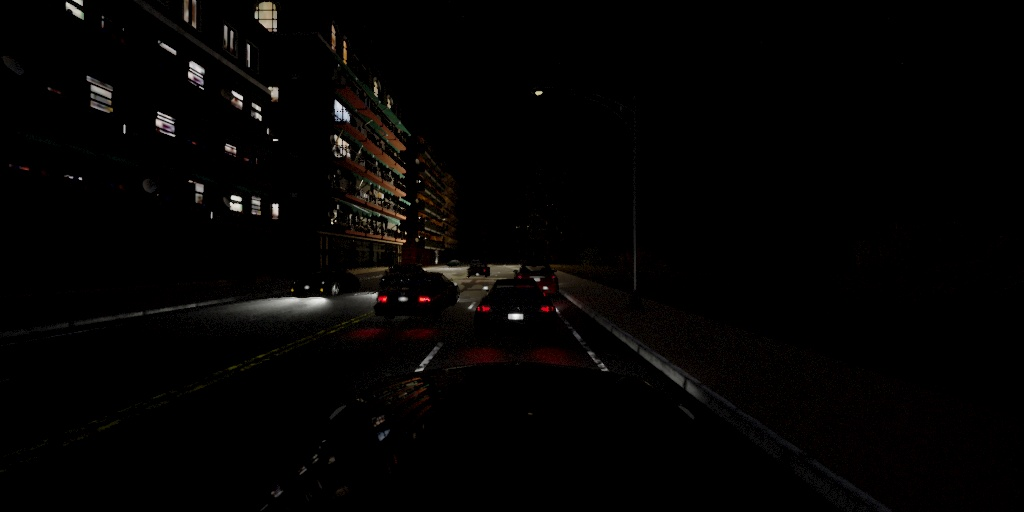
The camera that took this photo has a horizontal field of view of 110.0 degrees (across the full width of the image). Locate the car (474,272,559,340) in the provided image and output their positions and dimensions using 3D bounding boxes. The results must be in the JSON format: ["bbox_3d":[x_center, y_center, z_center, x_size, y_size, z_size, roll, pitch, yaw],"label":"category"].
[{"bbox_3d":[0.099,1.315,9.968,1.994,1.385,4.181,0,0,0],"label":"car"}]

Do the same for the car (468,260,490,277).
[{"bbox_3d":[-3.132,1.352,34.918,1.895,1.301,4.718,0,0,0],"label":"car"}]

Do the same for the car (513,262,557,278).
[{"bbox_3d":[1.146,1.102,18.548,2.097,1.767,4.553,0,0,0],"label":"car"}]

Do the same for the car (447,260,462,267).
[{"bbox_3d":[-9.791,1.349,60.864,1.895,1.301,4.718,0,0,0],"label":"car"}]

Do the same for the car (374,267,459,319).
[{"bbox_3d":[-3.144,1.298,12.861,2.033,1.411,5.357,0,0,0],"label":"car"}]

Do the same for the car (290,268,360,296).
[{"bbox_3d":[-9.842,1.315,19.189,1.994,1.385,4.181,0,0,0],"label":"car"}]

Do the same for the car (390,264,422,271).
[{"bbox_3d":[-6.590,1.256,22.239,1.837,1.490,4.892,0,0,0],"label":"car"}]
